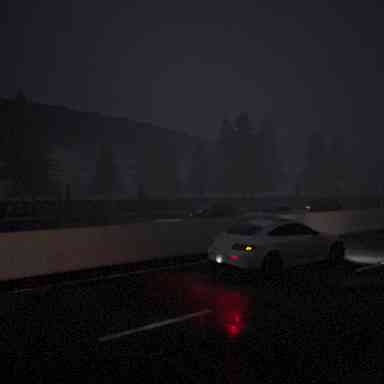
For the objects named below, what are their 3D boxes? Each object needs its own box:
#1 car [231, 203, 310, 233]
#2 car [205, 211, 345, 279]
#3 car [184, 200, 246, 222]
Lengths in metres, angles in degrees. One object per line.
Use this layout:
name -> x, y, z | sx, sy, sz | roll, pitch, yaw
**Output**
car -> 4.739, 1.453, 19.918 | 4.674, 1.442, 1.812 | 0, 0, -32
car -> 2.592, 1.489, 9.877 | 4.674, 1.442, 1.812 | 0, 0, -35
car -> 1.869, 1.446, 26.349 | 4.674, 1.442, 1.812 | 0, 0, -32
